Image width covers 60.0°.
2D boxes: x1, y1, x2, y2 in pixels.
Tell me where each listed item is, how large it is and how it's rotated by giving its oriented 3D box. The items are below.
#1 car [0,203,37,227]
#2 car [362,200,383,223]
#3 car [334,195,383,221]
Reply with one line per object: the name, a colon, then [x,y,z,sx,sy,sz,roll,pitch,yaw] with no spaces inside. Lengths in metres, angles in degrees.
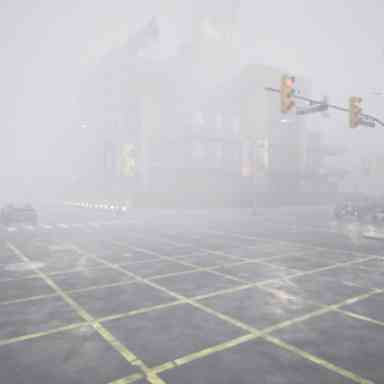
car: [-12.081,1.496,23.110,2.128,1.511,4.902,0,0,-34]
car: [15.045,1.523,24.450,4.902,1.511,2.128,0,0,-35]
car: [14.381,1.255,28.249,5.566,2.045,2.150,0,0,-35]
